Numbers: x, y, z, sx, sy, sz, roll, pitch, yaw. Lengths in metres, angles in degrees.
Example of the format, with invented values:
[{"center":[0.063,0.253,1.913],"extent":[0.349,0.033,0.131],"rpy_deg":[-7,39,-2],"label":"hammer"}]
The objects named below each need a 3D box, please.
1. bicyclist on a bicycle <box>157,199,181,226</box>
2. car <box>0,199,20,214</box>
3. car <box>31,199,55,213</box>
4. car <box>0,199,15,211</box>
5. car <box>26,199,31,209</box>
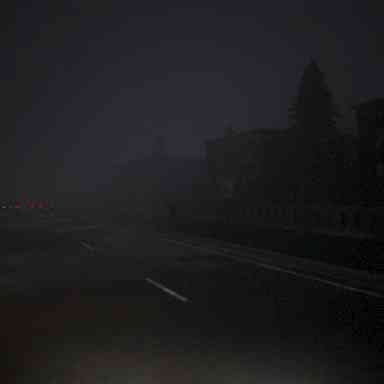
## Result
[{"center":[-1.425,1.239,20.310],"extent":[1.656,1.620,0.582],"rpy_deg":[-1,0,-31],"label":"bicyclist on a bicycle"},{"center":[-20.712,1.717,37.965],"extent":[2.033,1.411,5.357],"rpy_deg":[-1,0,-30],"label":"car"},{"center":[-17.678,1.715,39.710],"extent":[1.895,1.301,4.718],"rpy_deg":[-1,0,-30],"label":"car"},{"center":[-25.876,1.720,46.511],"extent":[1.837,1.490,4.892],"rpy_deg":[-1,0,-31],"label":"car"},{"center":[-22.871,1.724,48.305],"extent":[1.994,1.385,4.181],"rpy_deg":[-1,0,-31],"label":"car"}]
